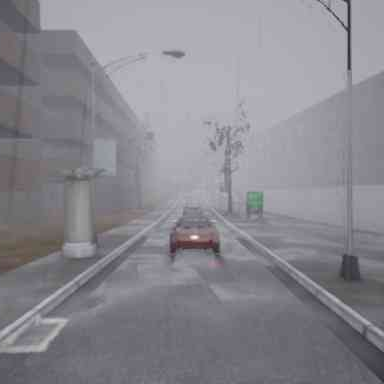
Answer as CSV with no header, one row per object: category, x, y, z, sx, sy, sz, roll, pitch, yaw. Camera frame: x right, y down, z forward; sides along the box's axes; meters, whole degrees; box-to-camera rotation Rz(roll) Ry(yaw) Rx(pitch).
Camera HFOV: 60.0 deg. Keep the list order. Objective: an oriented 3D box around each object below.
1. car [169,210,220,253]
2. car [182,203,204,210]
car,0.099,1.665,14.259,1.994,1.385,4.181,0,-1,0
car,0.098,1.782,31.225,2.128,1.511,4.902,0,0,0
